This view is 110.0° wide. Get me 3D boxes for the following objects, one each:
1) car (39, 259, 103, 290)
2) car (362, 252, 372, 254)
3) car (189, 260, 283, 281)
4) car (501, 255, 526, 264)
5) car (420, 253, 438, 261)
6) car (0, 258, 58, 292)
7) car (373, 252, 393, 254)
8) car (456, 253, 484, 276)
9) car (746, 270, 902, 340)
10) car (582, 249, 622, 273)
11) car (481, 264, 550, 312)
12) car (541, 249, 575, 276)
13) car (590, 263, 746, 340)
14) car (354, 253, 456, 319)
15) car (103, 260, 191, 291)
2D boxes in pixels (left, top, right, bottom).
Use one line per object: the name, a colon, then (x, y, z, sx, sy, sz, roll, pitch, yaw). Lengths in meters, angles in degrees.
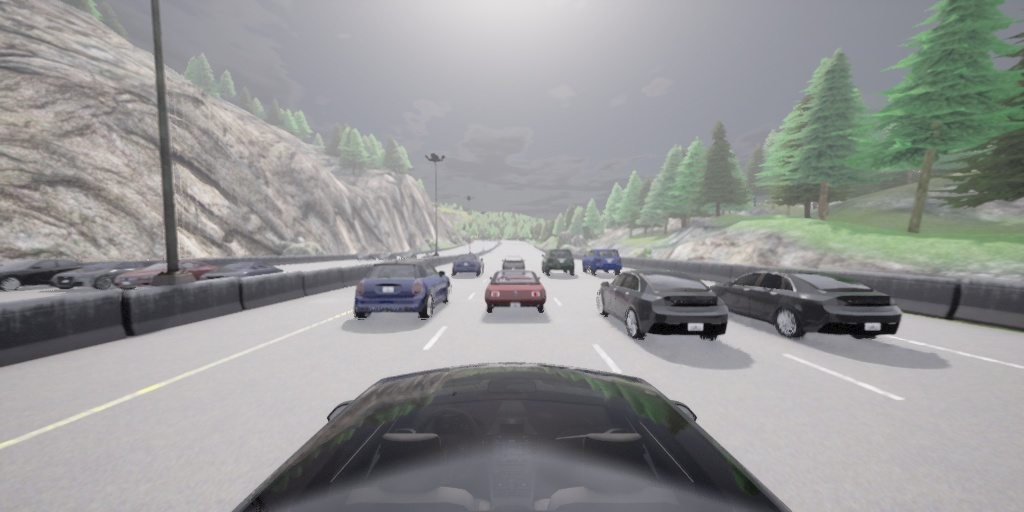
car: (-21.083, 0.969, 18.912, 1.994, 1.385, 4.181, 0, 1, 0)
car: (-24.475, 0.080, 60.236, 2.128, 1.511, 4.902, 0, 1, 1)
car: (-14.083, 0.969, 18.956, 1.994, 1.385, 4.181, 0, 1, 0)
car: (0.122, 0.689, 29.609, 2.128, 1.511, 4.902, 0, 1, 0)
car: (-13.977, 0.175, 60.928, 1.895, 1.301, 4.718, 0, 1, 1)
car: (-24.585, 0.889, 18.535, 1.882, 1.535, 5.008, 0, 1, 0)
car: (-20.980, 0.075, 60.426, 2.128, 1.511, 4.902, 0, 1, 1)
car: (-3.380, 0.573, 28.391, 2.097, 1.767, 4.553, 0, 1, 0)
car: (7.103, 1.102, 9.471, 1.837, 1.490, 4.892, 0, 1, 0)
car: (7.122, 0.436, 28.830, 2.150, 2.045, 5.566, 0, 1, 0)
car: (0.109, 1.129, 12.912, 1.895, 1.301, 4.718, 0, 1, 0)
car: (3.622, 0.436, 28.771, 2.150, 2.045, 5.566, 0, 1, 0)
car: (3.602, 1.102, 9.440, 1.837, 1.490, 4.892, 0, 1, 0)
car: (-3.394, 0.898, 11.964, 2.097, 1.767, 4.553, 0, 1, 0)
car: (-17.585, 0.936, 18.663, 1.812, 1.442, 4.674, 0, 1, 0)
